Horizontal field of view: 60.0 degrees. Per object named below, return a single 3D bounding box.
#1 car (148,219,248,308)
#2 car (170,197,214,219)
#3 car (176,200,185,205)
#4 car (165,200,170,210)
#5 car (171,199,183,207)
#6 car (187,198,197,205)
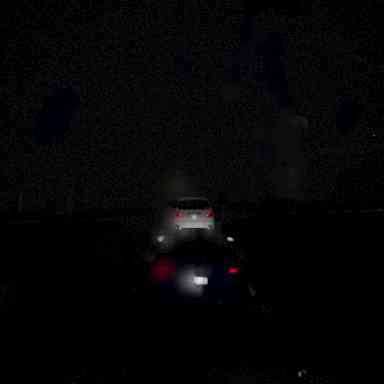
[{"bbox_3d":[0.104,1.590,8.062,1.994,1.385,4.181,0,0,0],"label":"car"},{"bbox_3d":[-0.005,1.302,19.221,2.150,2.045,5.566,0,0,-3],"label":"car"},{"bbox_3d":[-2.749,2.441,78.786,1.895,1.301,4.718,0,-1,0],"label":"car"},{"bbox_3d":[-2.842,1.880,48.199,1.994,1.385,4.181,0,-1,0],"label":"car"},{"bbox_3d":[-2.796,2.111,63.679,2.033,1.411,5.357,0,-1,1],"label":"car"},{"bbox_3d":[0.001,2.205,78.317,2.097,1.767,4.553,0,-1,0],"label":"car"}]
